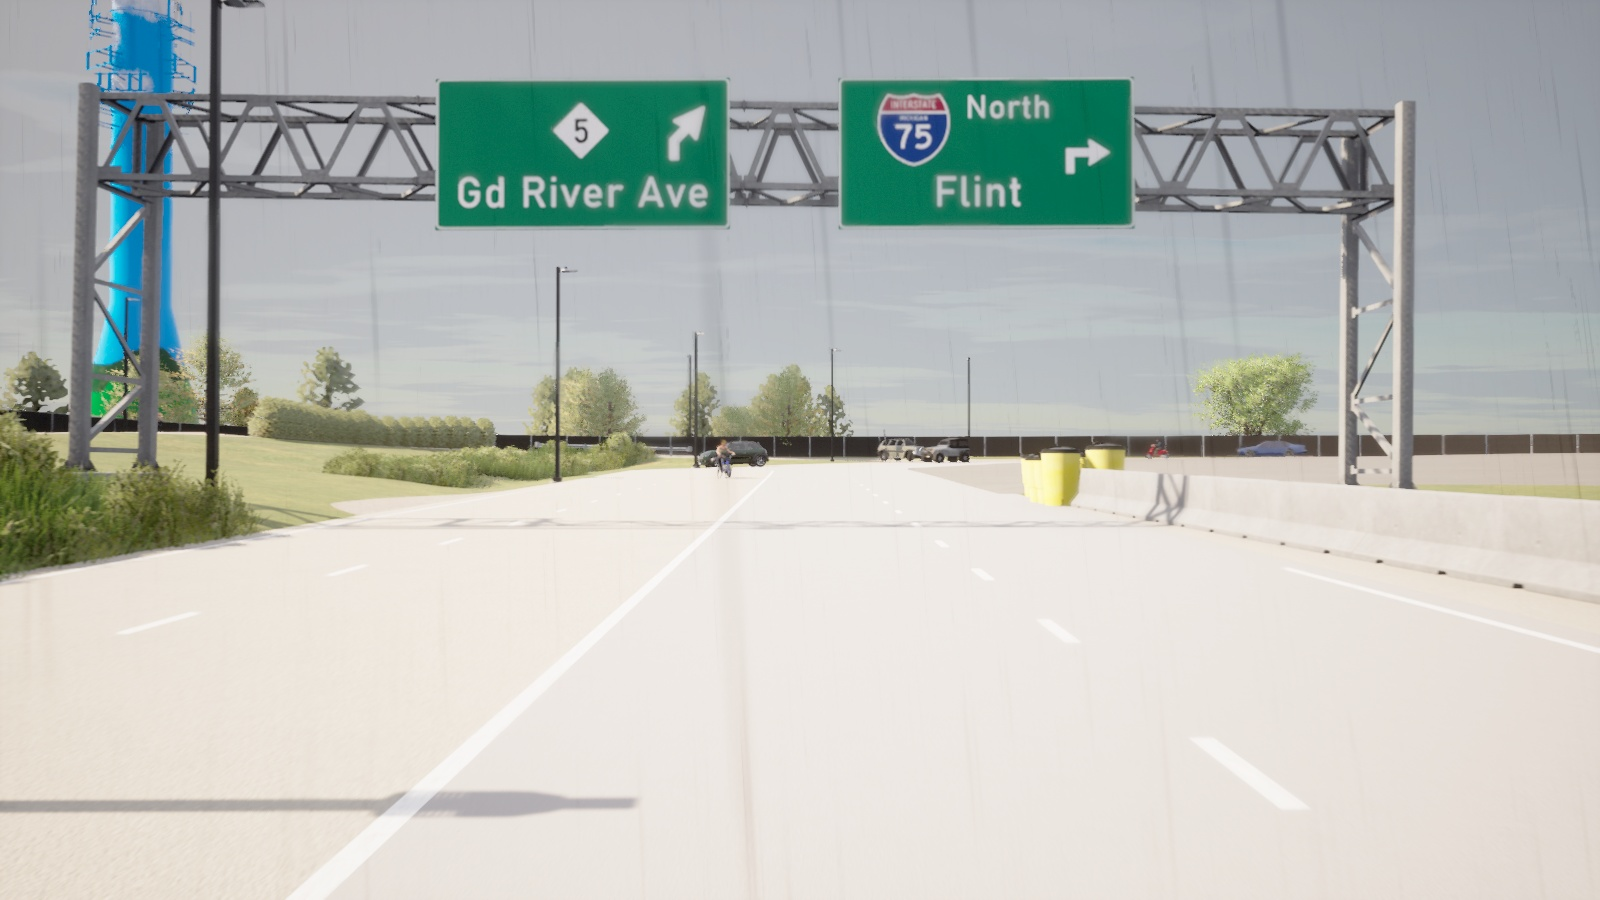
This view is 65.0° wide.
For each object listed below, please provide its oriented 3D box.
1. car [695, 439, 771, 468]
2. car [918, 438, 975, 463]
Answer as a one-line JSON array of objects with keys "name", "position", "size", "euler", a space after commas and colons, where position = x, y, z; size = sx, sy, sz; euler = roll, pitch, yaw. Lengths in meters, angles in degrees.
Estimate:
[{"name": "car", "position": [-4.420, 0.252, 82.324], "size": [4.553, 1.767, 2.097], "euler": [-1, 0, -17]}, {"name": "car", "position": [11.072, 0.044, 95.002], "size": [3.866, 1.878, 1.905], "euler": [0, 0, -28]}]
